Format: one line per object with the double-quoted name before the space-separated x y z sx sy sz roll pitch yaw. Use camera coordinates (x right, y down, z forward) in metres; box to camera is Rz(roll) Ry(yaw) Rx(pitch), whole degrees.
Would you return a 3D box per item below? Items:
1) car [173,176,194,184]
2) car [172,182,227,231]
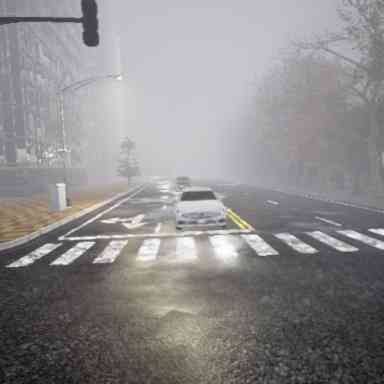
"car" -0.973 -0.937 35.755 1.837 1.490 4.892 -2 4 -4
"car" 0.223 0.549 13.470 1.812 1.442 4.674 -2 4 -2
